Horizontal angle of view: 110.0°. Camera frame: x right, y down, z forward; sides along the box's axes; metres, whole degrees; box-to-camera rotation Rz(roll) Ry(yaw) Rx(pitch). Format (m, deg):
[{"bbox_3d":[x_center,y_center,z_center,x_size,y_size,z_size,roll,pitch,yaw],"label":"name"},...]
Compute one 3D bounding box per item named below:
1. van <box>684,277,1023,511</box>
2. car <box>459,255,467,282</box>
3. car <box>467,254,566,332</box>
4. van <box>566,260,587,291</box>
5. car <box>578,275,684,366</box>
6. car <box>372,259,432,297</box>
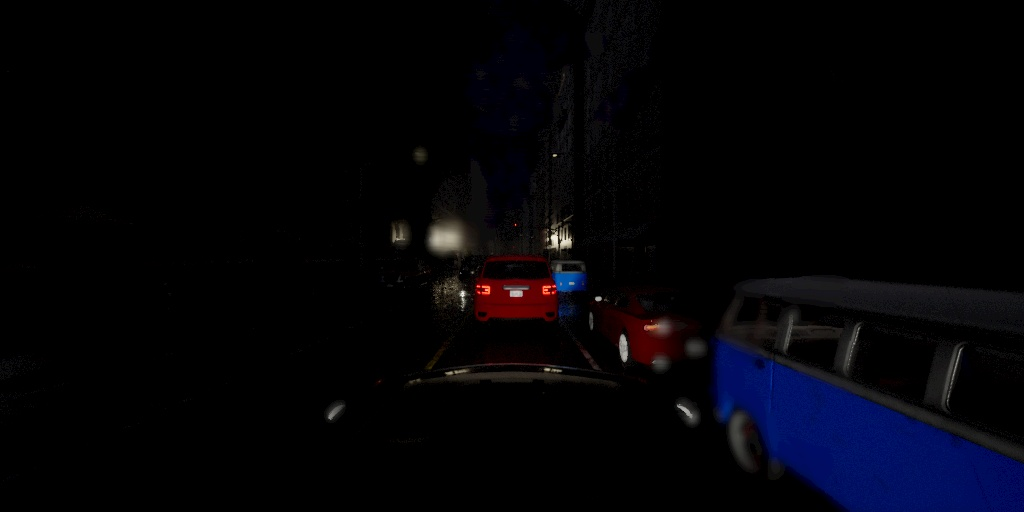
[{"bbox_3d":[2.856,1.091,2.132,1.690,1.789,3.998,0,0,0],"label":"van"},{"bbox_3d":[-2.948,0.871,29.552,2.150,2.045,5.566,0,0,0],"label":"car"},{"bbox_3d":[0.118,0.970,11.016,2.150,2.045,5.566,0,0,0],"label":"car"},{"bbox_3d":[2.889,1.085,19.114,1.690,1.789,3.998,0,0,0],"label":"van"},{"bbox_3d":[2.867,1.294,7.793,1.888,1.381,4.507,0,0,0],"label":"car"},{"bbox_3d":[-5.636,1.059,19.090,2.192,1.841,5.009,0,0,0],"label":"car"}]
